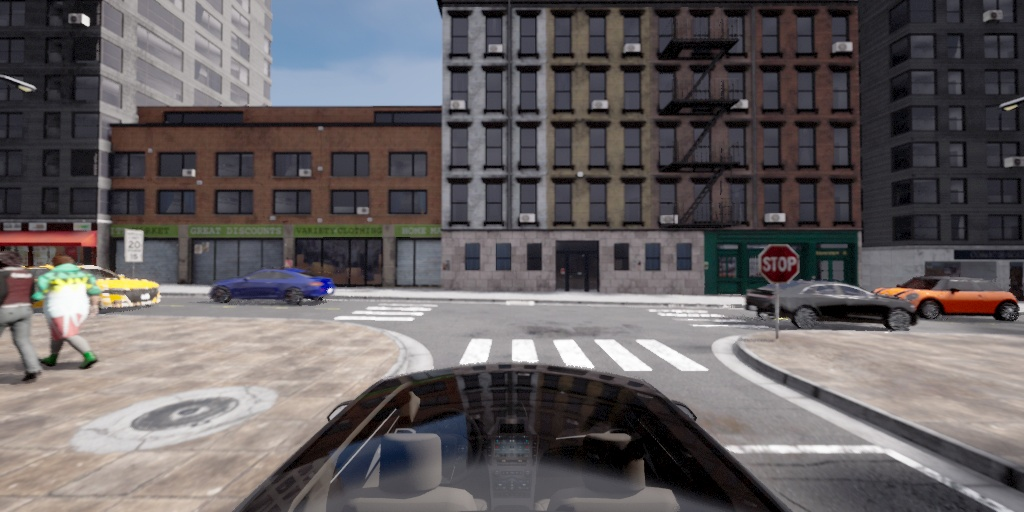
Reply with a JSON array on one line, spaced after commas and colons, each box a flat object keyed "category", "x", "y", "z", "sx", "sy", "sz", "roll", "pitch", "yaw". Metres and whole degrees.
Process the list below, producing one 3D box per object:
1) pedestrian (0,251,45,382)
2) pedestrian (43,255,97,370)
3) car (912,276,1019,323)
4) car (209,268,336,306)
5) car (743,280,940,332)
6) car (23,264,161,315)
[{"category": "pedestrian", "x": -7.049, "y": 0.836, "z": 5.030, "sx": 0.375, "sy": 1.860, "sz": 0.375, "roll": 0, "pitch": -1, "yaw": 0}, {"category": "pedestrian", "x": -7.120, "y": 0.842, "z": 5.745, "sx": 0.375, "sy": 1.860, "sz": 0.375, "roll": 0, "pitch": -1, "yaw": 0}, {"category": "car", "x": 17.592, "y": 1.660, "z": 14.870, "sx": 4.553, "sy": 1.767, "sz": 2.097, "roll": 1, "pitch": -1, "yaw": 0}, {"category": "car", "x": -9.876, "y": 1.235, "z": 14.982, "sx": 4.674, "sy": 1.442, "sz": 1.812, "roll": 1, "pitch": -1, "yaw": 0}, {"category": "car", "x": 10.460, "y": 1.579, "z": 11.948, "sx": 4.902, "sy": 1.511, "sz": 2.128, "roll": 1, "pitch": -1, "yaw": 0}, {"category": "car", "x": -14.813, "y": 1.047, "z": 12.054, "sx": 5.008, "sy": 1.535, "sz": 1.882, "roll": 1, "pitch": -1, "yaw": 0}]
